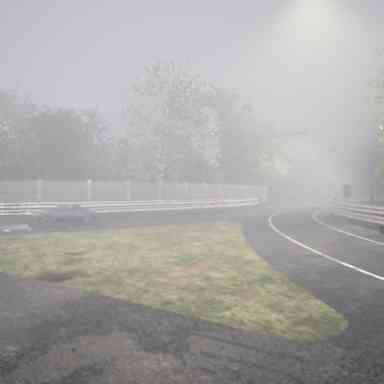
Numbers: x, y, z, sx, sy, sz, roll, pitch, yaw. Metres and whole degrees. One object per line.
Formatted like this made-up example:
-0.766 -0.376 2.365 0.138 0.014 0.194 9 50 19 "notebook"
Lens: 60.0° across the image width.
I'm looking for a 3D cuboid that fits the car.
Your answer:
-8.528 1.516 22.363 4.181 1.385 1.994 0 0 -29 "car"
